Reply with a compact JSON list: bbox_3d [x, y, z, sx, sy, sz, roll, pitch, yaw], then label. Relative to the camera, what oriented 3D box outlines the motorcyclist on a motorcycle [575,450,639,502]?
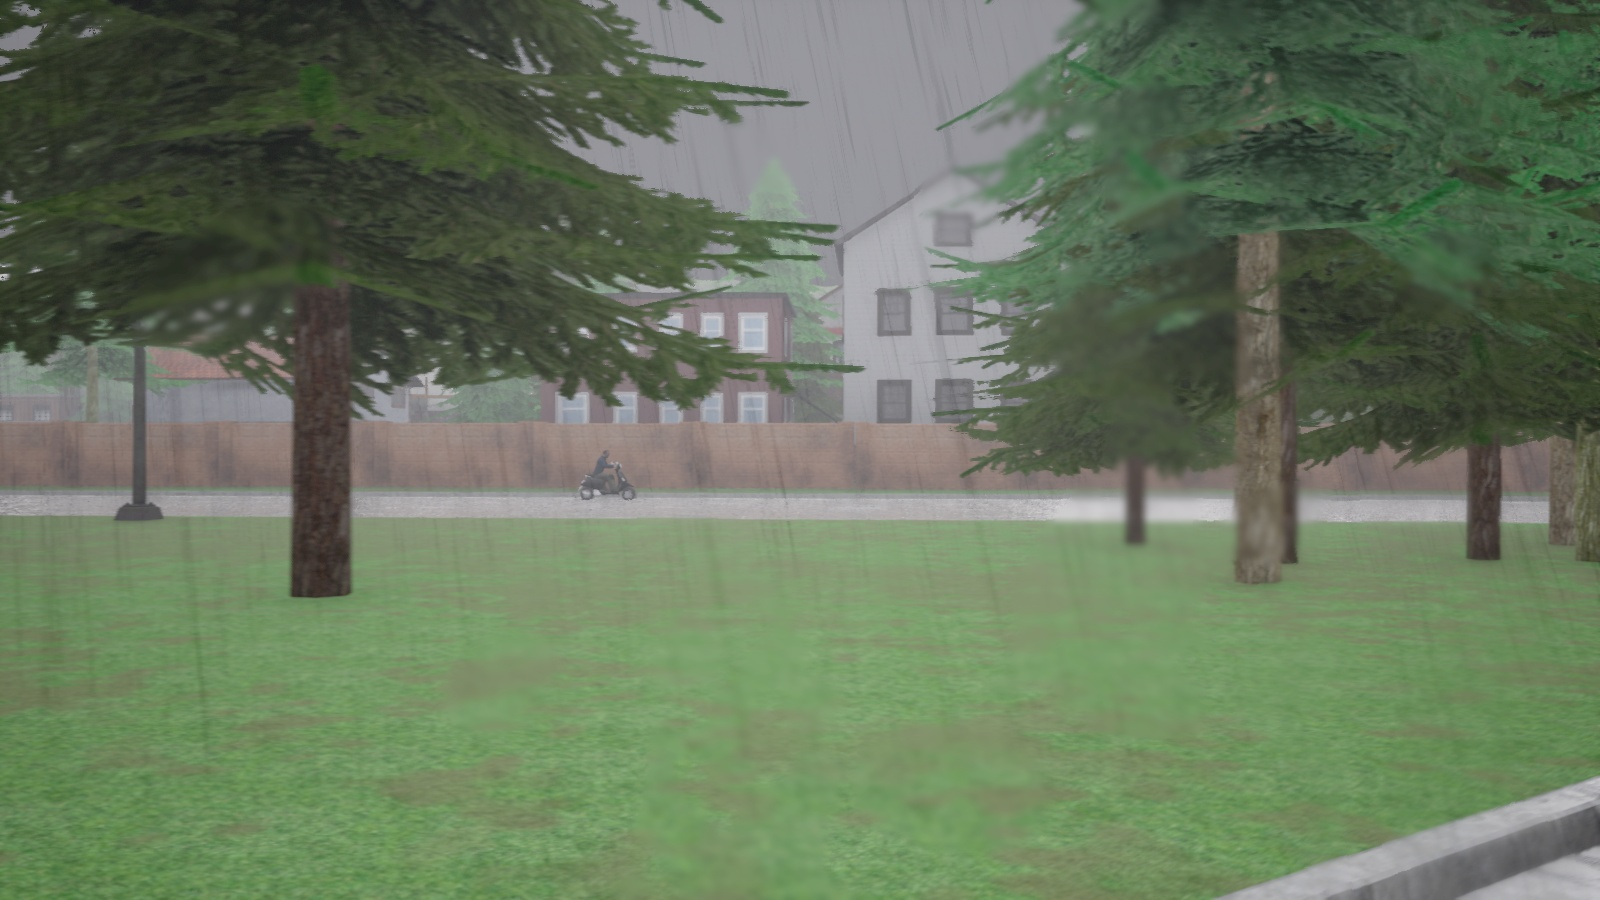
[{"bbox_3d":[-6.001,0.808,39.039,1.817,1.590,0.866,0,0,3],"label":"motorcyclist on a motorcycle"}]
